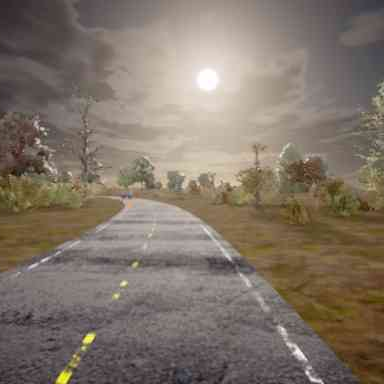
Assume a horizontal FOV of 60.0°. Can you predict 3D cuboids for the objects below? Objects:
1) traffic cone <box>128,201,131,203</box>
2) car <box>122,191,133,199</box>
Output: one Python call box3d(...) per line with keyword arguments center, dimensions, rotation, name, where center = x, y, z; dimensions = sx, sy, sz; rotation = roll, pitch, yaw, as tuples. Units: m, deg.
box3d(center=(-7.697, 1.759, 41.642), dimensions=(0.340, 0.580, 0.340), rotation=(0, 0, -9), name="traffic cone")
box3d(center=(-16.841, 0.809, 86.770), dimensions=(2.150, 2.045, 5.566), rotation=(0, 0, -19), name="car")
